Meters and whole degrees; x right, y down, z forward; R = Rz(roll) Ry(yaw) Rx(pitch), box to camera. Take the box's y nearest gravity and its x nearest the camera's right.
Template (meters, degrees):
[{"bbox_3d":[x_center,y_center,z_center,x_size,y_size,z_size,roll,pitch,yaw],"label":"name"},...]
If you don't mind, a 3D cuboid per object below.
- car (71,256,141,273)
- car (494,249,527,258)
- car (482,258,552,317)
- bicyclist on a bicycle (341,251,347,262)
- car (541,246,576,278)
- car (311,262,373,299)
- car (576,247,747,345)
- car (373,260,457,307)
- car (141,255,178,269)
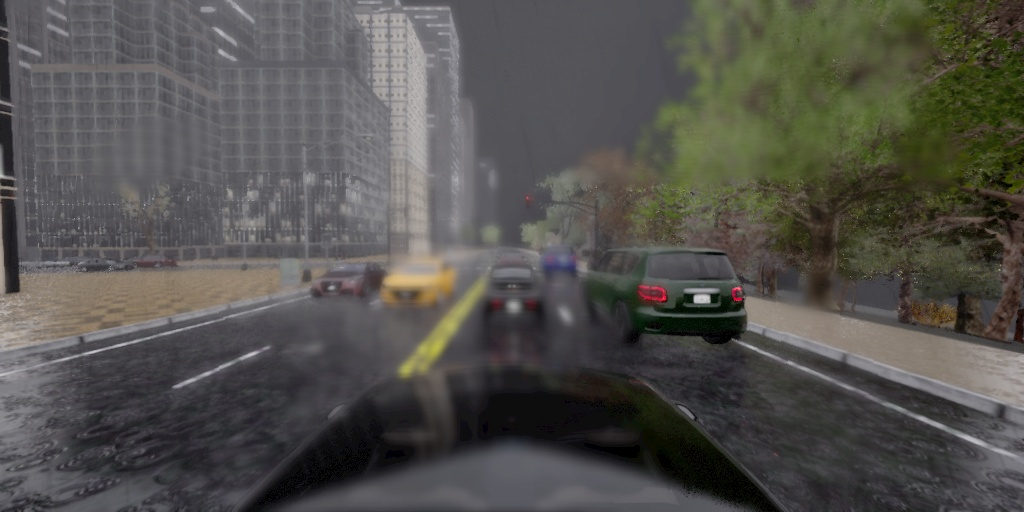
[{"bbox_3d":[-43.833,1.025,38.767,4.892,1.490,1.837,-1,2,1],"label":"car"},{"bbox_3d":[0.038,0.478,26.458,2.097,1.767,4.553,0,2,0],"label":"car"},{"bbox_3d":[0.061,0.999,11.849,1.837,1.490,4.892,0,2,0],"label":"car"},{"bbox_3d":[-24.725,0.047,52.749,0.582,1.620,1.656,-1,2,0],"label":"bicyclist on a bicycle"},{"bbox_3d":[3.280,0.372,25.211,2.150,2.045,5.566,0,1,1],"label":"car"},{"bbox_3d":[-6.612,0.972,15.250,1.994,1.385,4.181,0,1,0],"label":"car"},{"bbox_3d":[3.323,0.787,9.049,2.150,2.045,5.566,0,2,-1],"label":"car"},{"bbox_3d":[-3.362,0.920,13.860,1.882,1.535,5.008,0,1,0],"label":"car"},{"bbox_3d":[-45.237,0.672,45.346,4.553,1.767,2.097,-1,2,1],"label":"car"}]
